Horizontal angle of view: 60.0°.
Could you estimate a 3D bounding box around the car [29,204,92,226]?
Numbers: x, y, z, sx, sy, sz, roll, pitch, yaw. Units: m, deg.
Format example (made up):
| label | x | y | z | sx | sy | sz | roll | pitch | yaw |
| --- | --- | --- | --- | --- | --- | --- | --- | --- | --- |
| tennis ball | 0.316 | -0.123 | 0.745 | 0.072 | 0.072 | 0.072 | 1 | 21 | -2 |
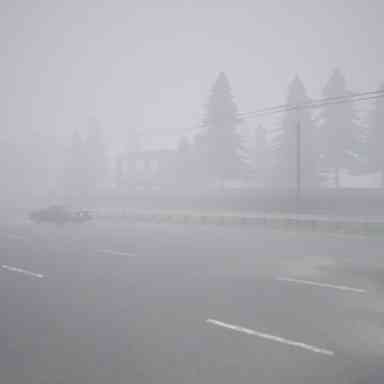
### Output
| label | x | y | z | sx | sy | sz | roll | pitch | yaw |
| --- | --- | --- | --- | --- | --- | --- | --- | --- | --- |
| car | -9.390 | 1.552 | 23.596 | 5.357 | 1.411 | 2.033 | 0 | 0 | 36 |
